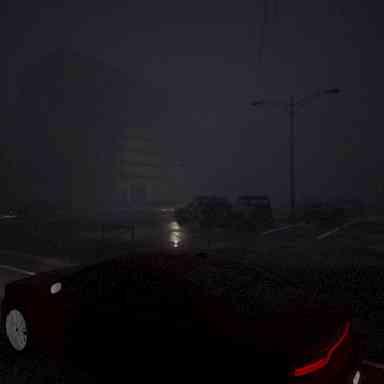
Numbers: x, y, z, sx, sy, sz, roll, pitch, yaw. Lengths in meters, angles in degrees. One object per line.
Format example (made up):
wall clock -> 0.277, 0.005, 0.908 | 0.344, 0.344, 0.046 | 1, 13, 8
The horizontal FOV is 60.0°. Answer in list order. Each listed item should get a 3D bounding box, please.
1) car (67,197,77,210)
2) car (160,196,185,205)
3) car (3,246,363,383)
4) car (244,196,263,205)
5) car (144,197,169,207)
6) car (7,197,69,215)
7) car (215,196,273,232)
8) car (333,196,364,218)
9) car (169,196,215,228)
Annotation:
car -> -16.144, 1.352, 39.592 | 2.097, 1.767, 4.553 | 0, 0, 34
car -> -3.409, 1.525, 58.484 | 1.812, 1.442, 4.674 | 0, 0, 34
car -> -0.565, 1.478, 4.390 | 5.008, 1.535, 1.882 | 0, 0, 35
car -> 11.440, 1.526, 61.532 | 1.812, 1.442, 4.674 | 0, 0, 34
car -> -5.014, 1.601, 49.888 | 1.895, 1.301, 4.718 | 0, 0, 34
car -> -15.772, 1.547, 33.862 | 2.033, 1.411, 5.357 | 0, 0, 34
car -> 3.270, 1.156, 19.088 | 1.905, 1.878, 3.866 | 0, 0, 34
car -> 15.288, 1.395, 32.049 | 1.970, 1.475, 3.806 | 0, 0, 34
car -> 0.902, 1.153, 20.753 | 1.932, 1.855, 4.605 | 0, 0, 34
